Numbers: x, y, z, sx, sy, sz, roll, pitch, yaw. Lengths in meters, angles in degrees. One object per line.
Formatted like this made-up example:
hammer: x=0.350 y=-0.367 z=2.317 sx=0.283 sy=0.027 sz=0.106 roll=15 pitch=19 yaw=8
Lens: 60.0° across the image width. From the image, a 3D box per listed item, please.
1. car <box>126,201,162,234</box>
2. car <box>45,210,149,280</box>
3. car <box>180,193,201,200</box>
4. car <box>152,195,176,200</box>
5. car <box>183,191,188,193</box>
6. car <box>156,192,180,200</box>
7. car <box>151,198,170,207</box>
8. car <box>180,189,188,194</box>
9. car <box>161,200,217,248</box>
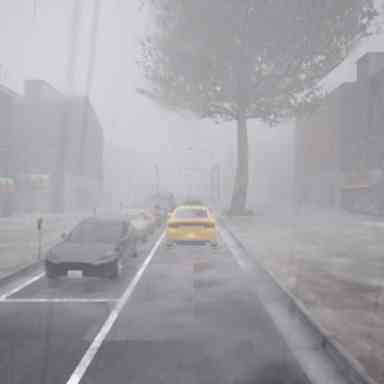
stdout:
car: x=-2.620 y=1.343 z=15.025 sx=1.752 sy=1.417 sz=4.829 roll=2 pitch=1 yaw=0
car: x=-2.620 y=1.448 z=9.660 sx=1.947 sy=1.339 sz=4.313 roll=2 pitch=1 yaw=0
car: x=0.096 y=1.147 z=30.172 sx=1.837 sy=1.490 sz=4.892 roll=0 pitch=1 yaw=0
car: x=-2.623 y=1.237 z=26.265 sx=2.008 sy=1.369 sz=4.403 roll=1 pitch=1 yaw=0
car: x=0.097 y=0.980 z=42.570 sx=1.882 sy=1.535 sz=5.008 roll=0 pitch=1 yaw=0
car: x=-2.618 y=0.938 z=31.796 sx=2.192 sy=1.841 sz=5.009 roll=1 pitch=1 yaw=0
car: x=-2.621 y=1.295 z=20.729 sx=1.887 sy=1.381 sz=4.507 roll=2 pitch=1 yaw=0
car: x=-2.633 y=0.654 z=80.820 sx=1.947 sy=1.339 sz=4.313 roll=1 pitch=1 yaw=0
car: x=-0.018 y=1.309 z=13.857 sx=1.882 sy=1.535 sz=5.008 roll=0 pitch=1 yaw=0
